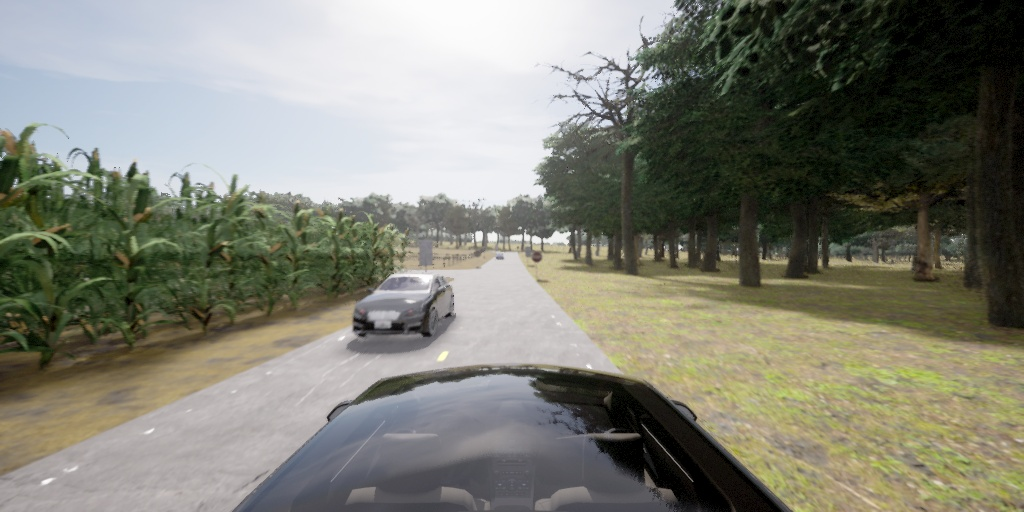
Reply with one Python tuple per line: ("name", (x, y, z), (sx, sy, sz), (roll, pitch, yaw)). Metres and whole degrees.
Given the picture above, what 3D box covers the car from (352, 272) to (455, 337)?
("car", (-2.839, 1.246, 10.335), (2.128, 1.511, 4.902), (0, 0, 0))
